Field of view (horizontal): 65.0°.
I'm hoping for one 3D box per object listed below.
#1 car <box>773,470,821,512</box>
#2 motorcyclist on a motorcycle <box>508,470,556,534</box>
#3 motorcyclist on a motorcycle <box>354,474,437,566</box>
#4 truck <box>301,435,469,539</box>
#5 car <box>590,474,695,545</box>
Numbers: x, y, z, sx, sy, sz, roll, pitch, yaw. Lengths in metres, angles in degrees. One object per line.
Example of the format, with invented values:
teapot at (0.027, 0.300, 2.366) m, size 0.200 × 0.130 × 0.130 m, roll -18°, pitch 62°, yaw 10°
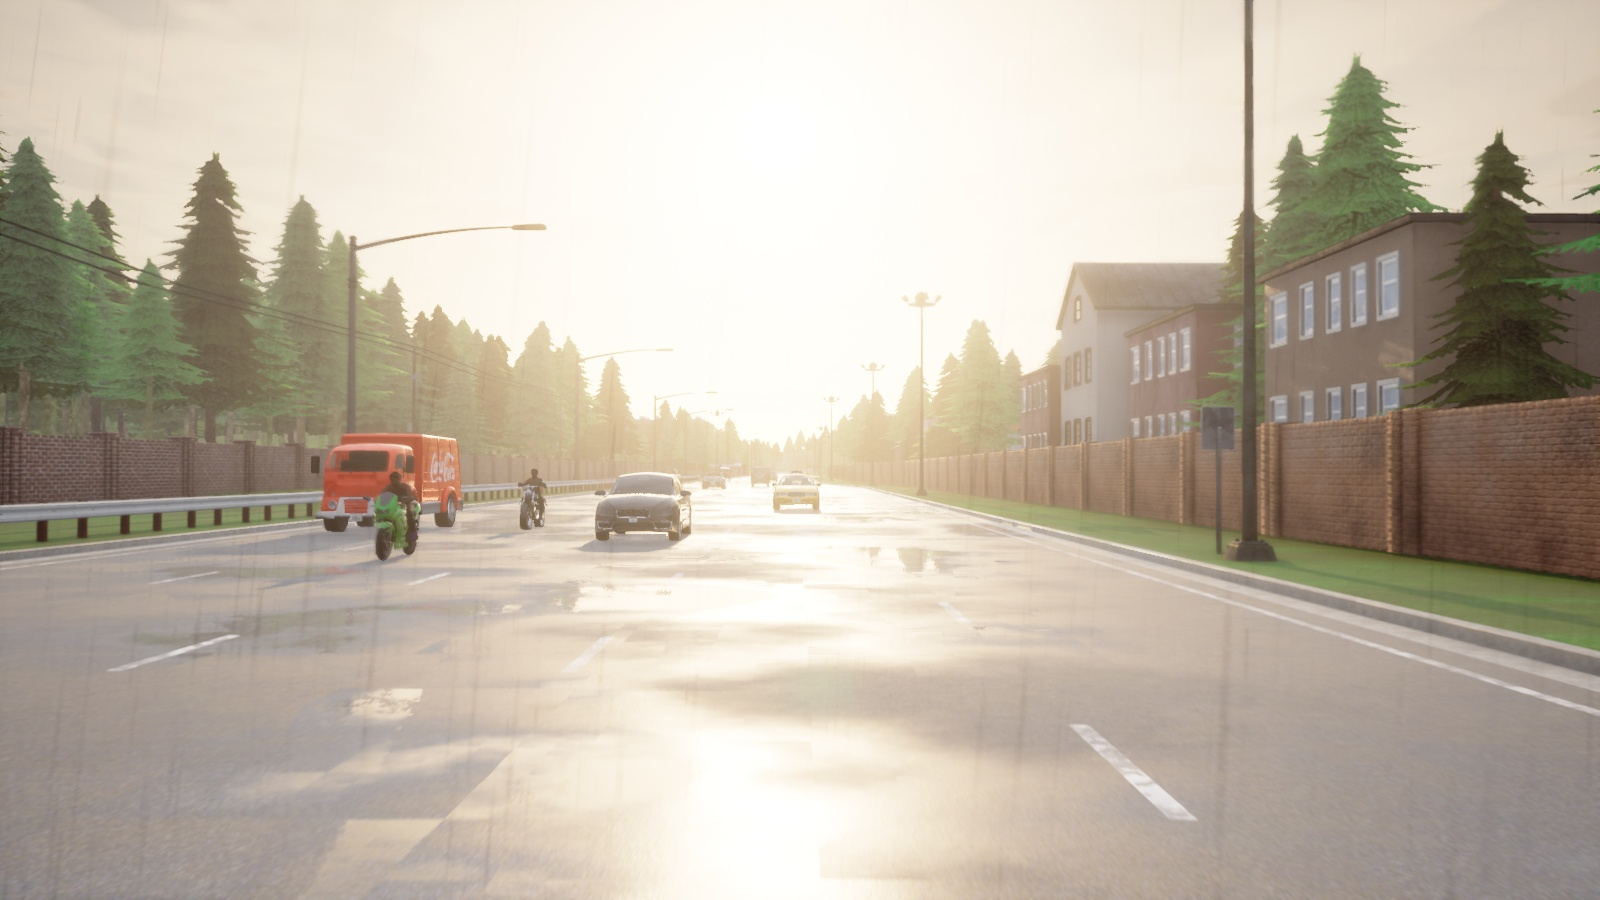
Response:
car at (-0.125, 1.598, 50.414) m, size 1.801 × 1.575 × 5.366 m, roll 0°, pitch -1°, yaw 0°
motorcyclist on a motorcycle at (-7.083, 1.351, 33.311) m, size 0.766 × 1.649 × 2.350 m, roll 0°, pitch -1°, yaw 0°
motorcyclist on a motorcycle at (-7.055, 1.194, 22.017) m, size 0.797 × 1.523 × 2.044 m, roll 0°, pitch -1°, yaw 0°
truck at (-10.583, 0.915, 32.541) m, size 2.627 × 2.467 × 5.204 m, roll 0°, pitch -1°, yaw 0°
car at (-3.574, 1.325, 29.324) m, size 1.837 × 1.490 × 4.892 m, roll 0°, pitch -1°, yaw 0°
